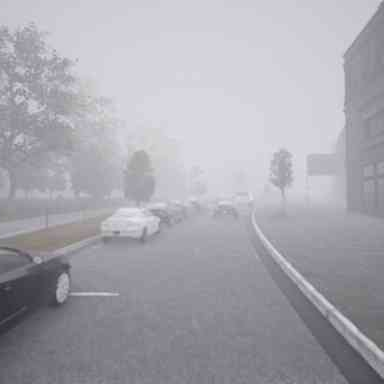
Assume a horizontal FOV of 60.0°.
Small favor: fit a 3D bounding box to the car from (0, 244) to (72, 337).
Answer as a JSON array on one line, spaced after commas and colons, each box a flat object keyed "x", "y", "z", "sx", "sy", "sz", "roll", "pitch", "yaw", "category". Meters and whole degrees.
[{"x": -3.517, "y": 1.434, "z": 4.872, "sx": 2.097, "sy": 1.535, "sz": 5.008, "roll": 1, "pitch": 1, "yaw": 4, "category": "car"}]

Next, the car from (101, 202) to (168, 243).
[{"x": -2.698, "y": 1.424, "z": 15.375, "sx": 2.002, "sy": 1.452, "sz": 4.674, "roll": -1, "pitch": 0, "yaw": 7, "category": "car"}]

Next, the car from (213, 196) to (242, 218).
[{"x": 2.821, "y": 1.286, "z": 27.091, "sx": 1.812, "sy": 1.442, "sz": 4.674, "roll": 0, "pitch": 1, "yaw": 10, "category": "car"}]

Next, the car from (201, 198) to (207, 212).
[{"x": 0.282, "y": 1.217, "z": 33.390, "sx": 2.097, "sy": 1.535, "sz": 5.008, "roll": -1, "pitch": 1, "yaw": 13, "category": "car"}]

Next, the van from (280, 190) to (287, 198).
[{"x": 21.825, "y": 0.571, "z": 83.995, "sx": 1.878, "sy": 1.987, "sz": 4.442, "roll": -3, "pitch": -1, "yaw": 32, "category": "van"}]

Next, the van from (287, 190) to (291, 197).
[{"x": 24.972, "y": 0.552, "z": 88.603, "sx": 1.878, "sy": 1.987, "sz": 4.442, "roll": -3, "pitch": -1, "yaw": 34, "category": "van"}]

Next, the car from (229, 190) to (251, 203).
[{"x": 8.565, "y": 0.728, "z": 59.325, "sx": 2.435, "sy": 2.045, "sz": 5.566, "roll": -4, "pitch": 0, "yaw": 23, "category": "car"}]

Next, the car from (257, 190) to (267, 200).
[{"x": 13.392, "y": 0.882, "z": 69.588, "sx": 1.946, "sy": 1.575, "sz": 5.366, "roll": -3, "pitch": -1, "yaw": 29, "category": "car"}]

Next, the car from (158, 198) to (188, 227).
[{"x": -1.908, "y": 1.339, "z": 21.558, "sx": 2.097, "sy": 1.535, "sz": 5.008, "roll": -1, "pitch": 1, "yaw": 9, "category": "car"}]

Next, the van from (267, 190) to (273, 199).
[{"x": 15.987, "y": 0.626, "z": 74.455, "sx": 1.878, "sy": 1.987, "sz": 4.442, "roll": -3, "pitch": -1, "yaw": 27, "category": "van"}]

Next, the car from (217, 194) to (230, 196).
[{"x": 4.585, "y": 1.084, "z": 48.842, "sx": 2.231, "sy": 1.521, "sz": 4.892, "roll": -4, "pitch": 0, "yaw": 20, "category": "car"}]

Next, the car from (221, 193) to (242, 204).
[{"x": 6.483, "y": 1.033, "z": 54.101, "sx": 2.231, "sy": 1.521, "sz": 4.892, "roll": -4, "pitch": 0, "yaw": 21, "category": "car"}]

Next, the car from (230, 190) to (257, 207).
[{"x": 6.841, "y": 0.827, "z": 43.330, "sx": 2.150, "sy": 2.045, "sz": 5.566, "roll": -1, "pitch": 1, "yaw": 16, "category": "car"}]

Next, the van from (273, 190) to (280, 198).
[{"x": 18.825, "y": 0.595, "z": 79.277, "sx": 1.878, "sy": 1.987, "sz": 4.442, "roll": -3, "pitch": -1, "yaw": 32, "category": "van"}]

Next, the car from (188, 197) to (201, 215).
[{"x": -1.002, "y": 1.276, "z": 27.195, "sx": 2.231, "sy": 1.521, "sz": 4.892, "roll": -1, "pitch": 1, "yaw": 11, "category": "car"}]
